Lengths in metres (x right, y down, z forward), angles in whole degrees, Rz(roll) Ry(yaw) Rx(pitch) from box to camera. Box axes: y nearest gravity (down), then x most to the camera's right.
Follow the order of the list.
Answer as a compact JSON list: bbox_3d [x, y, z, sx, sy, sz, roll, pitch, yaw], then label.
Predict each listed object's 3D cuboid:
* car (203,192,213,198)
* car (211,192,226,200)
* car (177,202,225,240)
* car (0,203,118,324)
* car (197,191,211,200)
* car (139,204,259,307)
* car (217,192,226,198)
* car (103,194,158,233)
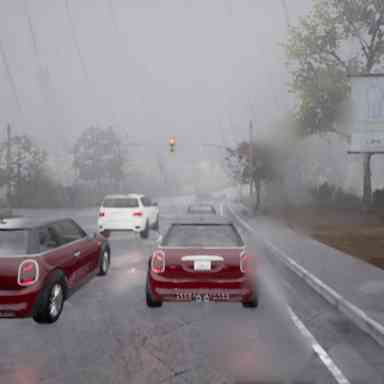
[{"bbox_3d":[4.172,0.737,85.857,1.882,1.535,5.008,0,0,10],"label":"car"},{"bbox_3d":[6.001,1.070,75.573,1.895,1.301,4.718,0,0,9],"label":"car"},{"bbox_3d":[0.473,1.372,17.196,2.128,1.511,4.902,0,0,2],"label":"car"},{"bbox_3d":[-3.290,1.302,7.244,2.097,1.767,4.553,0,0,1],"label":"car"},{"bbox_3d":[2.472,0.697,75.660,2.150,2.045,5.566,0,0,9],"label":"car"},{"bbox_3d":[0.220,1.296,7.989,2.097,1.767,4.553,0,0,1],"label":"car"},{"bbox_3d":[7.694,0.803,85.663,1.812,1.442,4.674,0,0,10],"label":"car"},{"bbox_3d":[-3.045,1.104,16.919,2.150,2.045,5.566,0,0,2],"label":"car"}]
